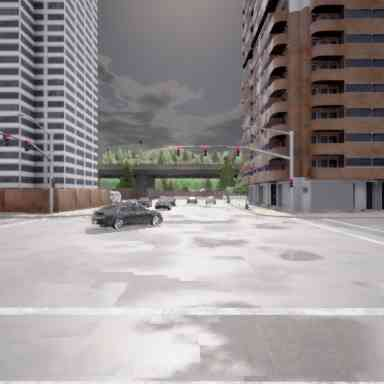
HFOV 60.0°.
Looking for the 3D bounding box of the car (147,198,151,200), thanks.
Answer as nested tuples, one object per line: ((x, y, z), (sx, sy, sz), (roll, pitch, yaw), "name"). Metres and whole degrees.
((-7.078, 1.547, 49.773), (2.033, 1.411, 5.357), (0, 0, 0), "car")

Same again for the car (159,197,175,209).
((-3.590, 1.547, 42.289), (2.033, 1.411, 5.357), (0, 0, 0), "car")

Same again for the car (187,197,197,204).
((0.014, 1.563, 63.149), (1.994, 1.385, 4.181), (0, 0, 0), "car")

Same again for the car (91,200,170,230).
((-4.025, 1.505, 21.223), (1.837, 1.490, 4.892), (3, 2, 42), "car")

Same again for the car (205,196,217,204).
((3.514, 1.525, 63.150), (1.812, 1.442, 4.674), (0, 0, 0), "car")

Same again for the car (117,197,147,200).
((-7.091, 1.547, 39.420), (2.033, 1.411, 5.357), (0, 0, 0), "car")
